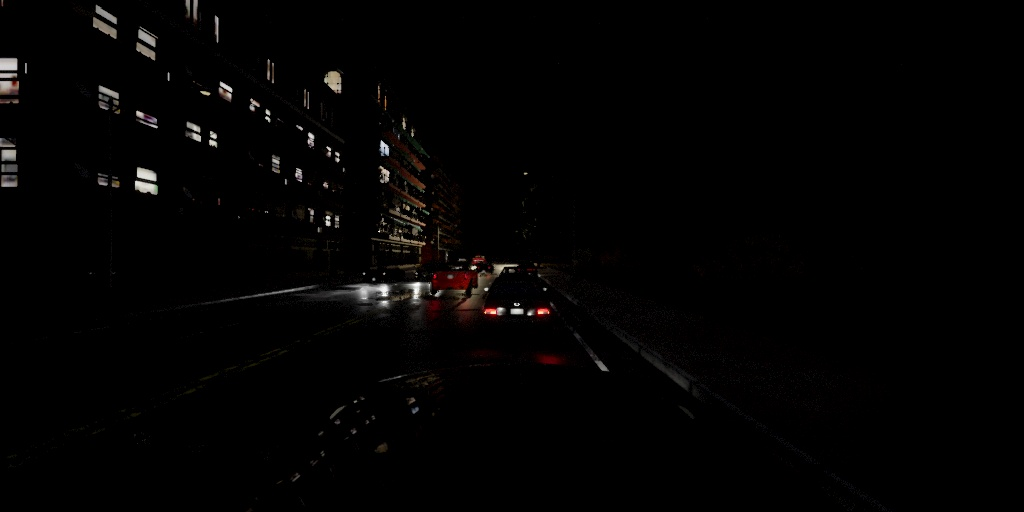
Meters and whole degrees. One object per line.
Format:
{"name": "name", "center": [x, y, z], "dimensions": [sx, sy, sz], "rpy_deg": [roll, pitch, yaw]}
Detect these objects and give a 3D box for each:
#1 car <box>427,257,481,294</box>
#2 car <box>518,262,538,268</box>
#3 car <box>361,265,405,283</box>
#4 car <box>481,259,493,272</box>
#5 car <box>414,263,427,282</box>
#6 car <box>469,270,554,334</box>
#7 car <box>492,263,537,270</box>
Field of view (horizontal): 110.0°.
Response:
{"name": "car", "center": [-3.135, 1.103, 20.358], "dimensions": [2.097, 1.767, 4.553], "rpy_deg": [0, 0, 0]}
{"name": "car", "center": [1.163, 1.259, 30.722], "dimensions": [1.837, 1.490, 4.892], "rpy_deg": [0, 0, 0]}
{"name": "car", "center": [-9.828, 1.354, 27.713], "dimensions": [1.895, 1.301, 4.718], "rpy_deg": [0, 0, 0]}
{"name": "car", "center": [-3.114, 1.354, 42.142], "dimensions": [1.895, 1.301, 4.718], "rpy_deg": [0, 0, 0]}
{"name": "car", "center": [-6.577, 1.258, 29.398], "dimensions": [1.837, 1.490, 4.892], "rpy_deg": [0, 0, 0]}
{"name": "car", "center": [0.110, 1.299, 10.593], "dimensions": [2.033, 1.411, 5.357], "rpy_deg": [0, 0, 0]}
{"name": "car", "center": [0.116, 1.300, 20.955], "dimensions": [2.033, 1.411, 5.357], "rpy_deg": [0, 0, 0]}
